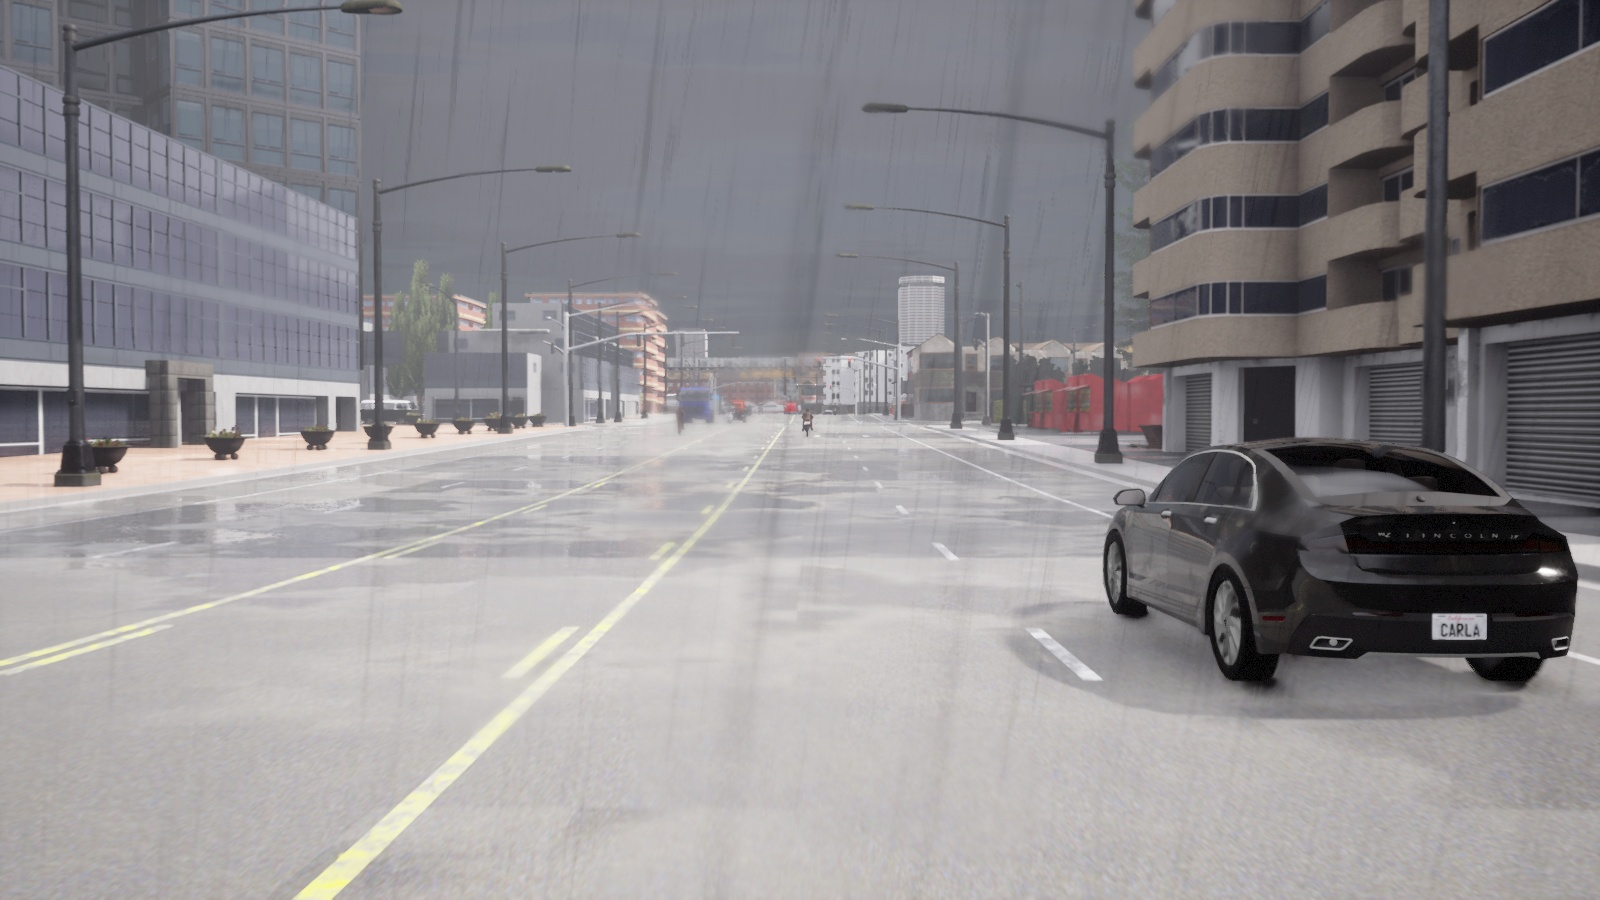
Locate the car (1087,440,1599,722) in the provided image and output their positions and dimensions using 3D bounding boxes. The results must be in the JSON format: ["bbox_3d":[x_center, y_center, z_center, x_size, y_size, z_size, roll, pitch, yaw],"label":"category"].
[{"bbox_3d":[3.568,0.684,9.180,1.837,1.490,4.892,0,1,0],"label":"car"}]
